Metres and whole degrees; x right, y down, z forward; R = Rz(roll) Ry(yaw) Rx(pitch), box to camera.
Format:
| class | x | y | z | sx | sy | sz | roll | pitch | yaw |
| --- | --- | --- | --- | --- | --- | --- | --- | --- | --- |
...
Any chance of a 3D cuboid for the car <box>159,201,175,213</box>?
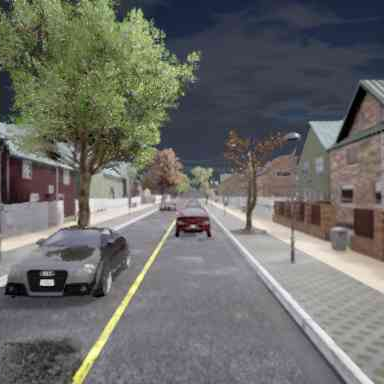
| class | x | y | z | sx | sy | sz | roll | pitch | yaw |
| --- | --- | --- | --- | --- | --- | --- | --- | --- | --- |
| car | -2.834 | 1.722 | 40.021 | 1.994 | 1.385 | 4.181 | 0 | 0 | 0 |

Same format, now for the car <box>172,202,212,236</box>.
| class | x | y | z | sx | sy | sz | roll | pitch | yaw |
| --- | --- | --- | --- | --- | --- | --- | --- | --- | --- |
| car | 0.070 | 1.551 | 18.890 | 1.882 | 1.535 | 5.008 | 0 | 0 | 0 |

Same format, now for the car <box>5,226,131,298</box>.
| class | x | y | z | sx | sy | sz | roll | pitch | yaw |
| --- | --- | --- | --- | --- | --- | --- | --- | --- | --- |
| car | -2.830 | 1.597 | 8.502 | 1.994 | 1.385 | 4.181 | 0 | 0 | 0 |
